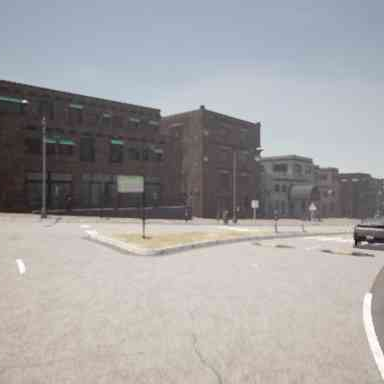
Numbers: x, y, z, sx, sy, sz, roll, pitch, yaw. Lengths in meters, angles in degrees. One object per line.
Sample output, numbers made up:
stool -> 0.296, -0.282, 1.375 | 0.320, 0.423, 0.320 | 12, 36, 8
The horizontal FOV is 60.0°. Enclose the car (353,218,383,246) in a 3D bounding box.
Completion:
car -> 10.184, 2.185, 17.989 | 2.128, 1.511, 4.902 | 0, -4, 40

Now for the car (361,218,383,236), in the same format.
car -> 17.542, 3.290, 31.172 | 1.837, 1.490, 4.892 | 0, -5, 42
